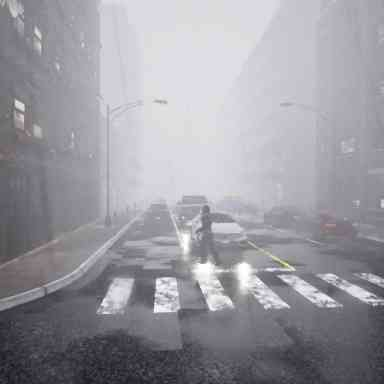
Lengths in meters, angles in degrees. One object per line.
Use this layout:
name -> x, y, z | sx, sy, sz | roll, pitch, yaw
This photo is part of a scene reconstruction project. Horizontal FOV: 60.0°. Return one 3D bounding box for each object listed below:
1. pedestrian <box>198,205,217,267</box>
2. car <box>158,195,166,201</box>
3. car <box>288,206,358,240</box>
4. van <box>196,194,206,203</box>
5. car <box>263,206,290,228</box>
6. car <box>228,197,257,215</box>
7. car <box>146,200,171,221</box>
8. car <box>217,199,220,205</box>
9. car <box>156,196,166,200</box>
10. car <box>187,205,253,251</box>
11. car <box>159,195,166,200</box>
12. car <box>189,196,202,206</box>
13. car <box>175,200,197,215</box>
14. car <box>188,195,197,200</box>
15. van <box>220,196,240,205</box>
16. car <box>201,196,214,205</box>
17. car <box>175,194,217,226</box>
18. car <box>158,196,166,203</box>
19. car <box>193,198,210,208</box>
pedestrian -> 0.461, 1.291, 10.006 | 0.375, 1.860, 0.375 | 0, 1, -5
car -> -7.819, 1.579, 87.482 | 1.947, 1.339, 4.313 | 0, 0, -5
car -> 6.579, 1.578, 16.626 | 1.802, 1.307, 4.206 | 0, 0, -5
van -> 1.926, 1.347, 71.664 | 1.690, 1.788, 3.998 | -1, 0, -5
car -> 6.114, 1.562, 22.130 | 1.947, 1.339, 4.313 | 0, 0, -5
car -> 5.183, 1.541, 33.137 | 1.887, 1.381, 4.507 | 0, 0, -5
car -> -2.704, 1.561, 26.940 | 1.947, 1.339, 4.313 | 0, 0, -5
car -> 4.253, 1.563, 44.145 | 1.947, 1.339, 4.313 | 0, 0, -5
car -> -4.099, 1.541, 43.452 | 1.887, 1.381, 4.507 | 0, 0, -5
car -> 0.984, 1.522, 14.238 | 1.812, 1.442, 4.674 | 0, 0, -5
car -> -8.284, 1.561, 92.986 | 1.887, 1.381, 4.507 | 0, 0, -5
car -> 0.509, 1.505, 57.708 | 1.837, 1.490, 4.892 | 0, 0, -5
car -> -0.690, 1.559, 34.095 | 1.994, 1.385, 4.181 | 0, 0, -5
car -> 0.068, 1.569, 93.679 | 2.008, 1.369, 4.403 | -1, 0, -5
van -> 4.717, 1.338, 38.641 | 1.690, 1.788, 3.998 | 0, 0, -5
car -> 2.843, 1.527, 60.825 | 1.752, 1.417, 4.829 | 0, 0, -5
car -> 0.137, 1.217, 24.091 | 2.150, 2.045, 5.566 | 0, 0, -5
car -> -6.411, 1.530, 70.802 | 1.752, 1.417, 4.829 | 0, 0, -5
car -> 1.343, 1.598, 47.923 | 1.895, 1.301, 4.718 | 0, 0, -5
